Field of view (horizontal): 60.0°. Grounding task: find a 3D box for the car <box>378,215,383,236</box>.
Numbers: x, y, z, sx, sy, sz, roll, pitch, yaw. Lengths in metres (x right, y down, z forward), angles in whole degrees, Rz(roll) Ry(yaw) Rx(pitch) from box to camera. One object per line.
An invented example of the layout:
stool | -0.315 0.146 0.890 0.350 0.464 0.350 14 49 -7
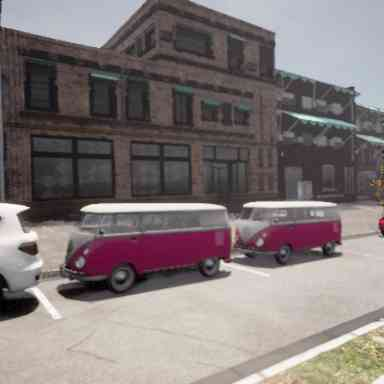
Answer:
car | 12.584 1.392 18.408 5.566 2.045 2.435 0 0 -35

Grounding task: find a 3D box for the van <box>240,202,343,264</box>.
van | 3.447 1.339 11.964 4.442 1.987 1.878 1 0 -35

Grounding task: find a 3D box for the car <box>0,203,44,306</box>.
car | -5.546 1.223 5.622 5.566 2.045 2.435 1 0 -35

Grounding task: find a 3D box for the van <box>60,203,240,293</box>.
van | -1.087 1.295 8.768 4.442 1.987 1.878 1 0 -35
